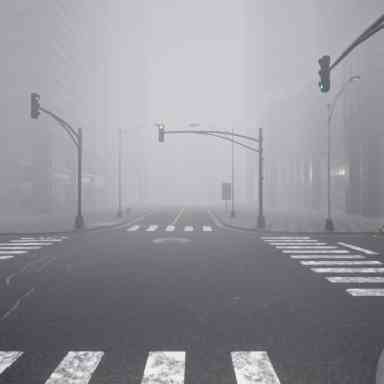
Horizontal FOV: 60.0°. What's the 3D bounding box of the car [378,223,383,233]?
[{"bbox_3d":[11.758,1.564,16.205,4.829,1.417,1.752,0,-1,0],"label":"car"}]
